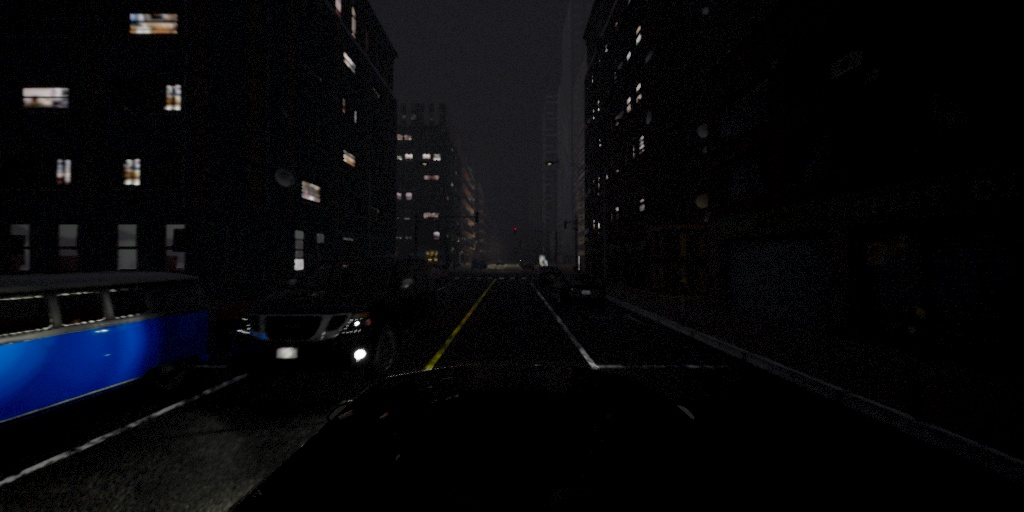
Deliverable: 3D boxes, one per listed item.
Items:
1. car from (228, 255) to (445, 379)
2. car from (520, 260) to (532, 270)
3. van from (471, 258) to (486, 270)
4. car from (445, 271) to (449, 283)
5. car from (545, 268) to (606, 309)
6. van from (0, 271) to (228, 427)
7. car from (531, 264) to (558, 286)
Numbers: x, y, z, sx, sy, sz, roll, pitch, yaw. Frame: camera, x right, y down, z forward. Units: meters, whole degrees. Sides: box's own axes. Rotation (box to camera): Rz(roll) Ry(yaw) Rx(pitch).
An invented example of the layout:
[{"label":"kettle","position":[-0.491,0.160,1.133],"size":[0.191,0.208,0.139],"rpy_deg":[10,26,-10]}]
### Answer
[{"label":"car","position":[-3.103,0.994,7.709],"size":[2.150,2.045,5.566],"rpy_deg":[0,0,0]},{"label":"car","position":[2.667,1.569,58.550],"size":[1.802,1.307,4.207],"rpy_deg":[0,0,0]},{"label":"van","position":[-5.715,1.327,58.547],"size":[1.690,1.789,3.998],"rpy_deg":[0,0,0]},{"label":"car","position":[-5.700,1.428,26.154],"size":[1.802,1.307,4.207],"rpy_deg":[0,0,0]},{"label":"car","position":[2.686,1.368,15.098],"size":[1.948,1.339,4.313],"rpy_deg":[0,0,0]},{"label":"van","position":[-5.691,1.100,4.060],"size":[1.690,1.789,3.998],"rpy_deg":[0,0,0]},{"label":"car","position":[2.681,1.412,26.145],"size":[1.948,1.339,4.313],"rpy_deg":[0,0,0]}]
